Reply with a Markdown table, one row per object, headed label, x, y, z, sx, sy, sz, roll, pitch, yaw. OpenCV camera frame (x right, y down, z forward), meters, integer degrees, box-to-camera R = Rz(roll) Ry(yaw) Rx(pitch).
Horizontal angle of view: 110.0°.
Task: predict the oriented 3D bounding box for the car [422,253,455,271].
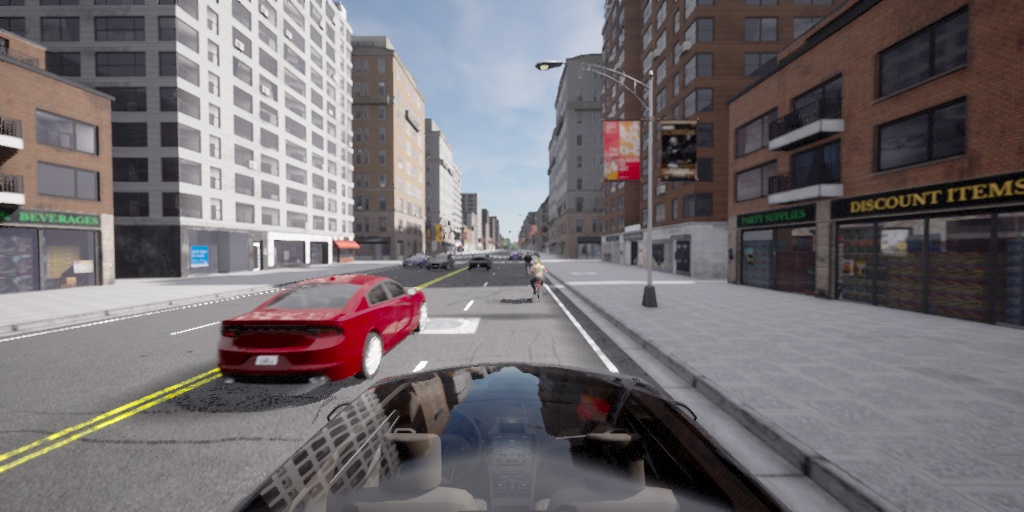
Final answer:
| label | x | y | z | sx | sy | sz | roll | pitch | yaw |
| --- | --- | --- | --- | --- | --- | --- | --- | --- | --- |
| car | -6.331 | 0.534 | 32.140 | 1.837 | 1.490 | 4.892 | 0 | 1 | 1 |

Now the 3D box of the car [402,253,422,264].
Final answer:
| label | x | y | z | sx | sy | sz | roll | pitch | yaw |
| --- | --- | --- | --- | --- | --- | --- | --- | --- | --- |
| car | -9.547 | 0.468 | 36.042 | 1.812 | 1.442 | 4.674 | 0 | 1 | 1 |

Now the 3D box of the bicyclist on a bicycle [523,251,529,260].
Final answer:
| label | x | y | z | sx | sy | sz | roll | pitch | yaw |
| --- | --- | --- | --- | --- | --- | --- | --- | --- | --- |
| bicyclist on a bicycle | 1.099 | 0.558 | 24.820 | 0.659 | 1.776 | 1.843 | 0 | 2 | 0 |

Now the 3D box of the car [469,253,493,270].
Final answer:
| label | x | y | z | sx | sy | sz | roll | pitch | yaw |
| --- | --- | --- | --- | --- | --- | --- | --- | --- | --- |
| car | -2.874 | 0.495 | 33.380 | 1.837 | 1.490 | 4.892 | 0 | 1 | 0 |

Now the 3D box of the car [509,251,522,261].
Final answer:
| label | x | y | z | sx | sy | sz | roll | pitch | yaw |
| --- | --- | --- | --- | --- | --- | --- | --- | --- | --- |
| car | 0.534 | 0.008 | 54.146 | 1.812 | 1.442 | 4.674 | 0 | 1 | 1 |

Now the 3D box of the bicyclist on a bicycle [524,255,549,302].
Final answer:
| label | x | y | z | sx | sy | sz | roll | pitch | yaw |
| --- | --- | --- | --- | --- | --- | --- | --- | --- | --- |
| bicyclist on a bicycle | 0.996 | 0.890 | 13.808 | 0.866 | 1.612 | 1.509 | 0 | 1 | 1 |

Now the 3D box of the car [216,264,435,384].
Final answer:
| label | x | y | z | sx | sy | sz | roll | pitch | yaw |
| --- | --- | --- | --- | --- | --- | --- | --- | --- | --- |
| car | -3.084 | 1.106 | 7.010 | 1.882 | 1.535 | 5.008 | 0 | 2 | 0 |
